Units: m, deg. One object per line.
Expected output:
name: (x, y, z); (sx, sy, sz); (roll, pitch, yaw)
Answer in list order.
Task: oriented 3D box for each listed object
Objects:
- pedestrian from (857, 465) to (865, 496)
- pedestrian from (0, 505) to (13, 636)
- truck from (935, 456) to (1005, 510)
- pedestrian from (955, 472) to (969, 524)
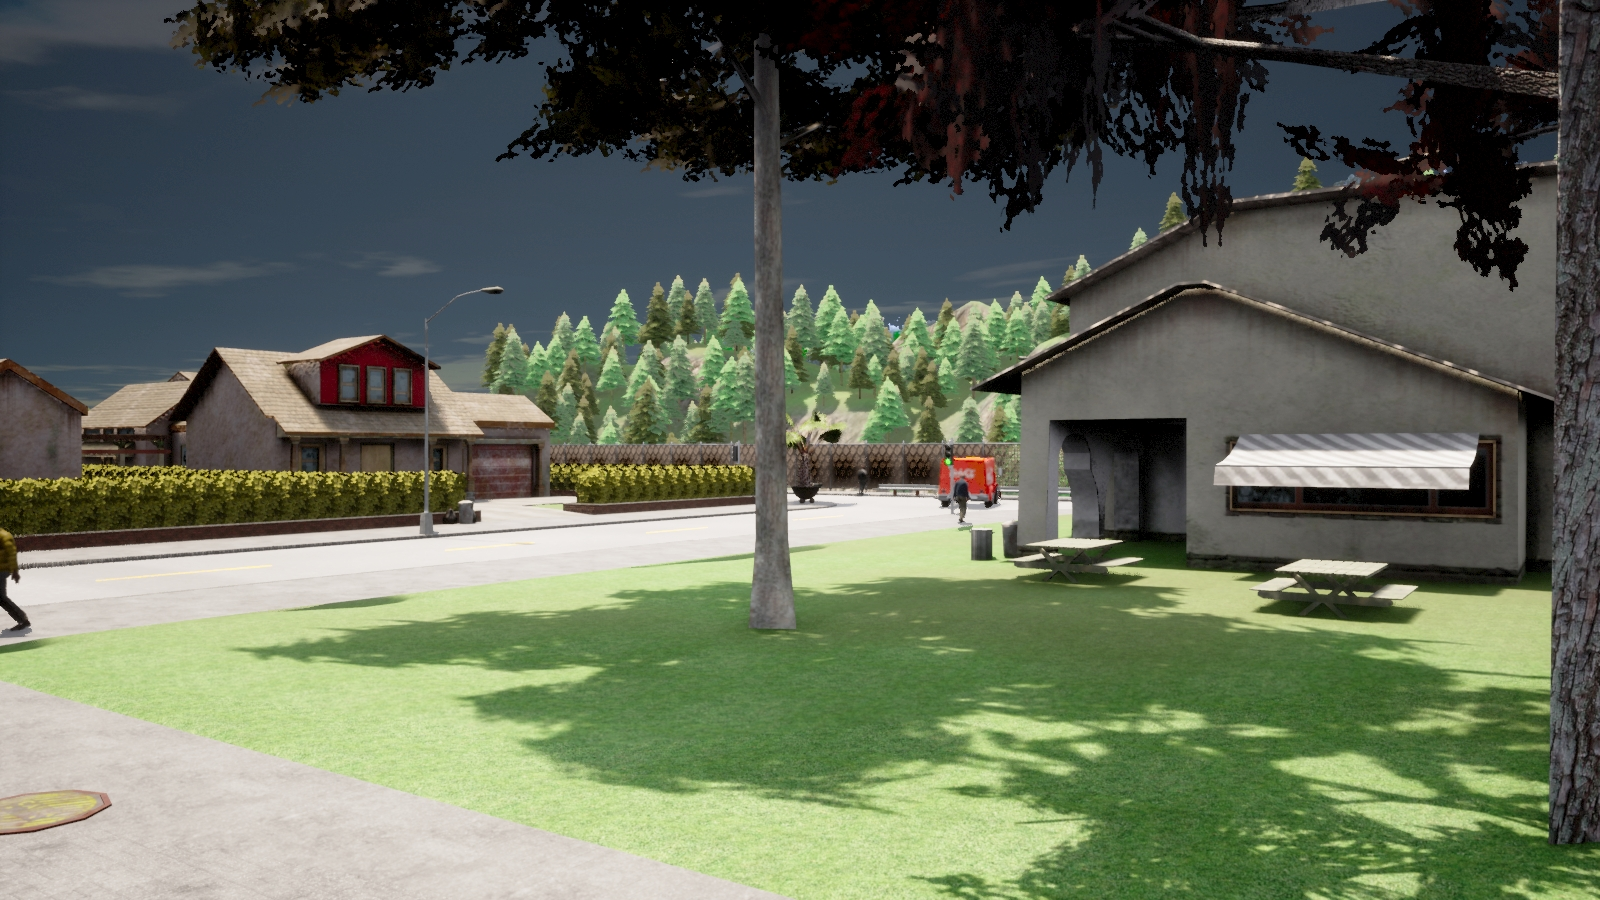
pedestrian: (3.698, 1.849, 68.901); (0.375, 1.860, 0.375); (0, 0, 30)
pedestrian: (-11.689, 1.743, 16.532); (0.375, 1.860, 0.375); (0, 0, 32)
truck: (8.583, 1.583, 57.172); (2.627, 2.467, 5.204); (0, 1, 18)
pedestrian: (5.875, 1.737, 41.523); (0.375, 1.860, 0.375); (0, 0, 35)
